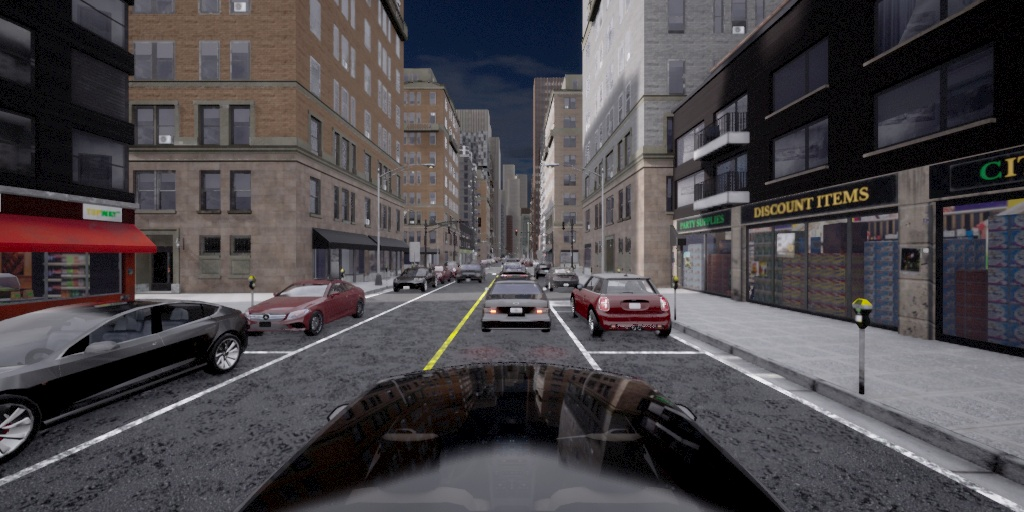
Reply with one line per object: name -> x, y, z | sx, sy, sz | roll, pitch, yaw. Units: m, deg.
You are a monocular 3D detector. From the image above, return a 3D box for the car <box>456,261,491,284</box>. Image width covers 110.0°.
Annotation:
car -> -3.002, 1.299, 27.455 | 2.033, 1.411, 5.357 | 0, 0, 1

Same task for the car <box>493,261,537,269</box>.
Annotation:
car -> 0.136, 1.242, 21.291 | 2.128, 1.511, 4.902 | 0, 0, 0

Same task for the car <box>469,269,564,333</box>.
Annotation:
car -> 0.113, 1.297, 10.769 | 2.033, 1.411, 5.357 | 0, 0, 0

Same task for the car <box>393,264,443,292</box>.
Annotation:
car -> -5.631, 1.316, 21.317 | 1.948, 1.339, 4.313 | 0, 0, 0

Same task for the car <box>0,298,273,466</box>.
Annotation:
car -> -5.665, 1.315, 4.813 | 1.948, 1.339, 4.313 | 0, 0, 0

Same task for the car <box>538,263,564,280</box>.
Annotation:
car -> 2.894, 1.301, 21.299 | 2.007, 1.370, 4.403 | 0, 0, 0

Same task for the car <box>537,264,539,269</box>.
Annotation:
car -> 2.917, 1.318, 32.302 | 1.948, 1.339, 4.313 | 0, 0, 0

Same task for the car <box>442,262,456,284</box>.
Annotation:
car -> -5.620, 1.333, 26.818 | 1.802, 1.307, 4.207 | 0, 0, 0

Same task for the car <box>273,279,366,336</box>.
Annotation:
car -> -5.654, 1.332, 10.315 | 1.802, 1.307, 4.207 | 0, 0, 0

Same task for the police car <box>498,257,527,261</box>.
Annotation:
police car -> 0.057, 1.177, 31.311 | 1.930, 1.638, 5.238 | 0, 0, 0

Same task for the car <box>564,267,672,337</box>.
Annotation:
car -> 2.872, 1.189, 10.297 | 1.967, 1.591, 4.097 | 0, 0, 0
